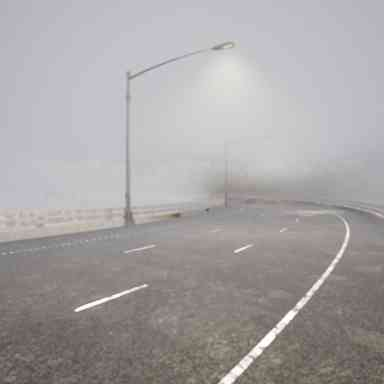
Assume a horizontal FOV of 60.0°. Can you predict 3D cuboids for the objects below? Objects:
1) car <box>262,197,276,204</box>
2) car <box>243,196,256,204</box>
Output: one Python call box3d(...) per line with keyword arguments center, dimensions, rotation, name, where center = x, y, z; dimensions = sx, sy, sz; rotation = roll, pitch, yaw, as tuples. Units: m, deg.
box3d(center=(14.556, 1.629, 63.004), dimensions=(1.994, 1.385, 4.181), rotation=(0, 0, 2), name="car")
box3d(center=(11.147, 1.565, 64.802), dimensions=(1.837, 1.490, 4.892), rotation=(0, 0, -1), name="car")
